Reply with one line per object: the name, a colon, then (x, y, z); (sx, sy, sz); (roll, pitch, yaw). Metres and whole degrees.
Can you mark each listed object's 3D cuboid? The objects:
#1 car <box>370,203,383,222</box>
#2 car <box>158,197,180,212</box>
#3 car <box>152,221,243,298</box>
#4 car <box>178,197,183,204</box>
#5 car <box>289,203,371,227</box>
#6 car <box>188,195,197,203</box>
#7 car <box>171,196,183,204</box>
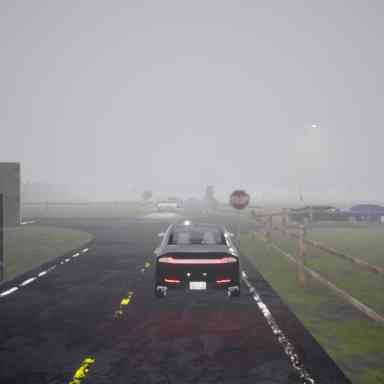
car: (13.010, 1.590, 25.922); (5.008, 1.535, 1.882); (0, 0, 0)
car: (-2.835, 1.597, 39.025); (1.895, 1.301, 4.718); (0, 0, 1)
car: (0.111, 1.491, 8.483); (2.128, 1.511, 4.902); (0, 0, 0)
car: (-2.786, 1.473, 48.507); (1.882, 1.535, 5.008); (0, 0, 0)
car: (9.314, 1.596, 23.176); (4.892, 1.490, 1.837); (0, 2, 6)
car: (0.157, 1.468, 71.326); (1.882, 1.535, 5.008); (0, 0, 0)
car: (-2.746, 1.557, 62.255); (1.994, 1.385, 4.181); (0, 0, 0)
